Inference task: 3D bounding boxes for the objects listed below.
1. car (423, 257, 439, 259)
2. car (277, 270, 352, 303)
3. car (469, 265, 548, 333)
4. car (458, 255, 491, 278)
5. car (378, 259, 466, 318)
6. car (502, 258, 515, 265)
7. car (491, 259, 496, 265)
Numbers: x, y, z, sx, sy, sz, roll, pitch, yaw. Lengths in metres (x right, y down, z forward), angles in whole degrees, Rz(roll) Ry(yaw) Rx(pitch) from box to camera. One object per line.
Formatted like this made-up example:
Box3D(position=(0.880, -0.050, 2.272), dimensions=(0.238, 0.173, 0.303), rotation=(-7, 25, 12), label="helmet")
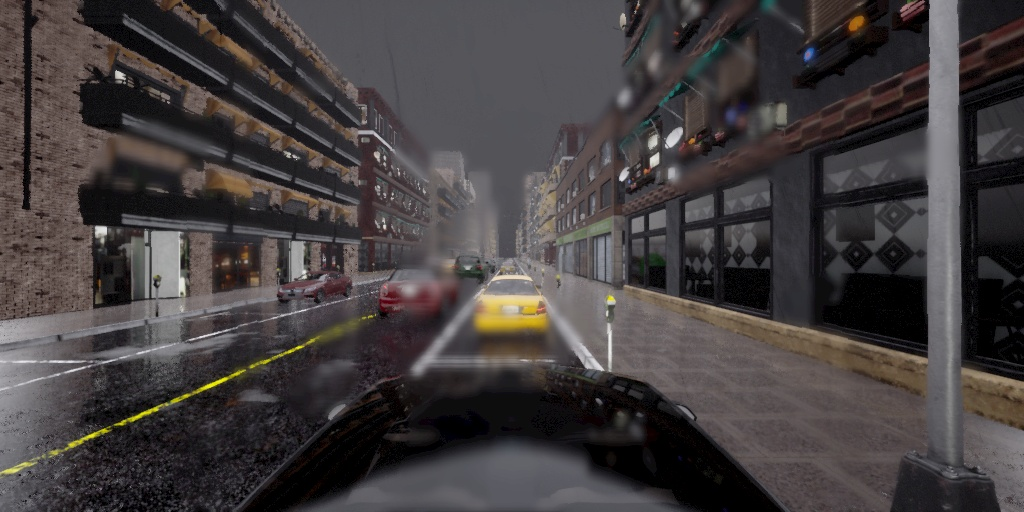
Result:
Box3D(position=(-8.837, 1.064, 39.007), dimensions=(2.192, 1.841, 5.009), rotation=(0, 0, 0), label="car")
Box3D(position=(-8.837, 1.333, 16.462), dimensions=(1.802, 1.307, 4.207), rotation=(0, 0, 0), label="car")
Box3D(position=(0.005, 1.207, 10.689), dimensions=(1.801, 1.575, 5.366), rotation=(0, 0, 0), label="car")
Box3D(position=(-3.062, 0.971, 27.574), dimensions=(2.150, 2.045, 5.566), rotation=(0, 0, 0), label="car")
Box3D(position=(-3.145, 1.103, 13.117), dimensions=(2.097, 1.767, 4.553), rotation=(0, 0, 0), label="car")
Box3D(position=(-0.456, 1.275, 39.173), dimensions=(1.751, 1.417, 4.829), rotation=(0, 0, 0), label="car")
Box3D(position=(-3.062, 1.101, 43.498), dimensions=(2.097, 1.767, 4.553), rotation=(0, 0, 0), label="car")
